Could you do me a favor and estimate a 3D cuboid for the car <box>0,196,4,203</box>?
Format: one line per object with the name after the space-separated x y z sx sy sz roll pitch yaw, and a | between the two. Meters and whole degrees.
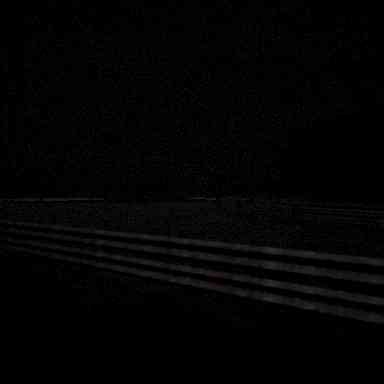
-45.503 1.721 75.900 4.856 1.649 2.033 0 0 2 | car
